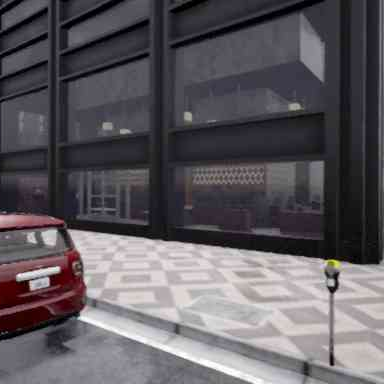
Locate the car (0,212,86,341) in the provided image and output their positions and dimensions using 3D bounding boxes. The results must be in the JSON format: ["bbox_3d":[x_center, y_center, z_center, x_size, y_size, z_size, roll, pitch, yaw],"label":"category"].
[{"bbox_3d":[-3.952,1.279,5.781,5.009,1.841,2.192,0,0,35],"label":"car"}]
